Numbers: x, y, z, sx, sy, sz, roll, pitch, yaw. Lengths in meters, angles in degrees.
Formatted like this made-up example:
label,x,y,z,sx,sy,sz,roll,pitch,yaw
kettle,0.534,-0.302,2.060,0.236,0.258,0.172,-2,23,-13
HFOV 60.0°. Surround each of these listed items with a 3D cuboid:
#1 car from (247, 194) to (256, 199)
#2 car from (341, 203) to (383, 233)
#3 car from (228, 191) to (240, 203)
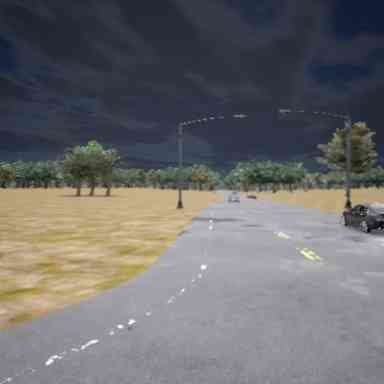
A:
label,x,y,z,sx,sy,sz,roll,pitch,yaw
car,14.479,1.024,81.237,1.895,1.301,4.718,0,1,4
car,9.788,1.373,18.214,1.837,1.490,4.892,0,0,4
car,7.207,1.133,57.003,2.128,1.511,4.902,0,0,11
